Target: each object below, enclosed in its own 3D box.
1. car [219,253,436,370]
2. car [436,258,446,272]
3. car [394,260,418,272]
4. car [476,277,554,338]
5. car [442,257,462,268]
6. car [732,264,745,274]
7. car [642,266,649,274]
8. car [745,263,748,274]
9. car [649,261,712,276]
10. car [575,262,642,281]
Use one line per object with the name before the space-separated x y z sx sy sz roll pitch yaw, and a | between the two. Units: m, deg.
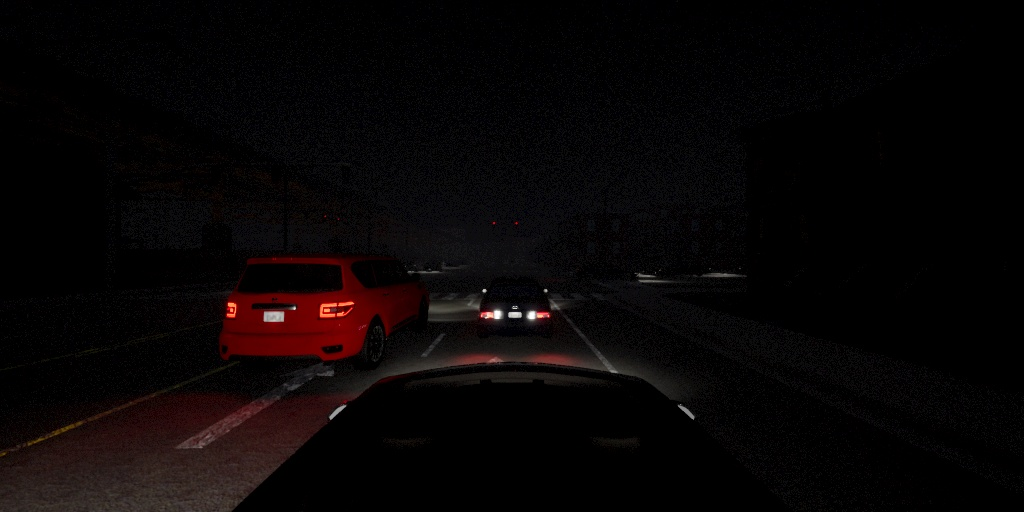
car | -3.425 0.971 7.872 2.150 2.045 5.566 0 0 0
car | -10.340 1.298 46.870 2.033 1.411 5.357 0 0 -4
car | -14.092 1.255 47.906 1.837 1.490 4.892 0 0 0
car | 0.084 1.297 10.125 2.033 1.411 5.357 0 0 0
car | -10.557 1.227 62.978 1.882 1.535 5.008 0 0 1
car | 26.835 1.255 39.374 4.892 1.490 1.837 0 0 0
car | 17.107 1.297 39.369 5.357 1.411 2.033 0 0 2
car | 26.557 1.351 35.876 4.718 1.301 1.895 0 0 0
car | 17.001 1.297 35.885 5.357 1.411 2.033 0 0 0
car | 7.580 1.255 29.015 4.892 1.490 1.837 0 1 6
